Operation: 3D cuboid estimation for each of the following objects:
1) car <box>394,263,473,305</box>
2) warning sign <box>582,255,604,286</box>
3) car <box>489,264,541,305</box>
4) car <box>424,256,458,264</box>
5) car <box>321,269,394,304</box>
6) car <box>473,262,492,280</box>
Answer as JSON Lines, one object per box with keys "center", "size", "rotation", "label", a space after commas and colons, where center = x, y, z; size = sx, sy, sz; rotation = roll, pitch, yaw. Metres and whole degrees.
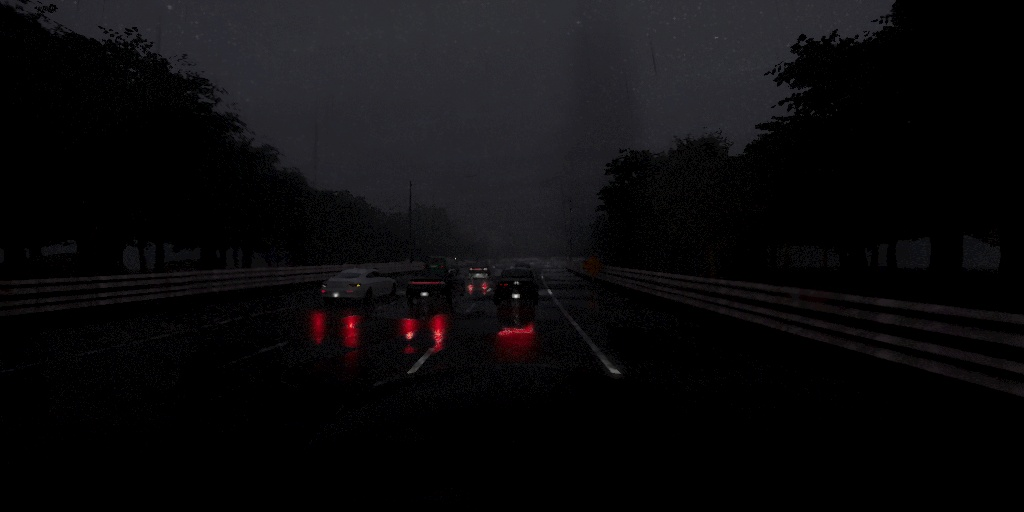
{"center": [-3.273, 1.252, 16.134], "size": [2.128, 1.511, 4.902], "rotation": [0, 0, 2], "label": "car"}
{"center": [5.011, 0.882, 22.199], "size": [1.300, 1.860, 1.060], "rotation": [0, 0, 3], "label": "warning sign"}
{"center": [0.225, 1.273, 16.026], "size": [1.837, 1.490, 4.892], "rotation": [0, 0, 2], "label": "car"}
{"center": [-6.073, 1.047, 31.202], "size": [2.150, 2.045, 5.566], "rotation": [0, 0, 4], "label": "car"}
{"center": [-6.772, 1.290, 16.243], "size": [1.812, 1.442, 4.674], "rotation": [0, 0, 2], "label": "car"}
{"center": [-2.582, 1.284, 30.954], "size": [2.128, 1.511, 4.902], "rotation": [0, 0, 4], "label": "car"}
